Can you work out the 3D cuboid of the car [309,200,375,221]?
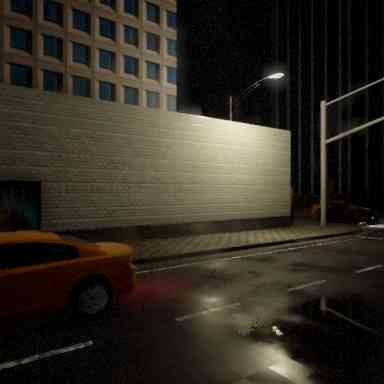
[{"bbox_3d":[13.072,1.533,29.317,1.882,1.535,5.008,0,0,-37],"label":"car"}]

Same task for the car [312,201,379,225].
[{"bbox_3d":[11.528,1.620,24.750,1.994,1.385,4.181,0,0,-30],"label":"car"}]

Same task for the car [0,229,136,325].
[{"bbox_3d":[-3.458,1.477,5.815,5.008,1.535,1.882,0,0,-35],"label":"car"}]
